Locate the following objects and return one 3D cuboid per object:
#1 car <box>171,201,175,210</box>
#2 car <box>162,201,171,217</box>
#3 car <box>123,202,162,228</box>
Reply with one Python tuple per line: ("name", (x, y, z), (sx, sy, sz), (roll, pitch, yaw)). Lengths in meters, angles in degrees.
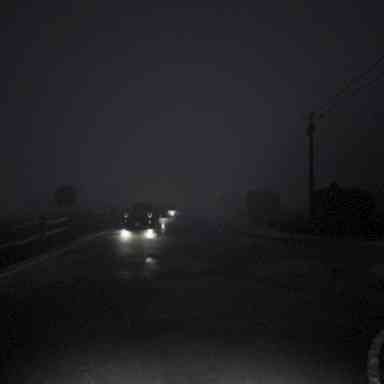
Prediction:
("car", (-3.604, 2.036, 50.019), (1.895, 1.301, 4.718), (0, 0, 0))
("car", (-3.617, 1.781, 34.886), (1.882, 1.535, 5.008), (0, 0, 0))
("car", (-3.614, 1.563, 24.170), (2.097, 1.767, 4.553), (0, 0, 0))
